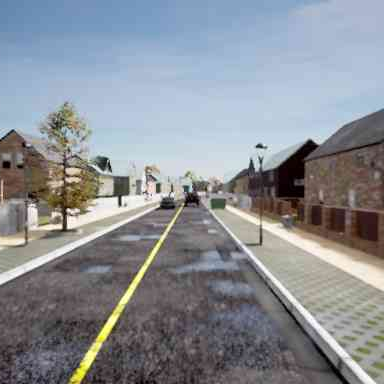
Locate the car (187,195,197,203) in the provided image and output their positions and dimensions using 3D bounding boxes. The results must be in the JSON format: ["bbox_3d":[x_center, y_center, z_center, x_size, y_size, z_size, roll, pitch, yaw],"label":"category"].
[{"bbox_3d":[-0.029,1.261,64.287,1.812,1.442,4.674,0,0,1],"label":"car"}]

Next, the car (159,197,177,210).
[{"bbox_3d":[-2.860,1.314,40.403,1.882,1.535,5.008,0,0,0],"label":"car"}]

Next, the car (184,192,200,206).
[{"bbox_3d":[-0.012,1.022,49.100,2.150,2.045,5.566,0,0,0],"label":"car"}]
